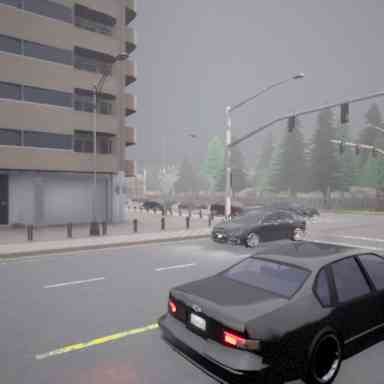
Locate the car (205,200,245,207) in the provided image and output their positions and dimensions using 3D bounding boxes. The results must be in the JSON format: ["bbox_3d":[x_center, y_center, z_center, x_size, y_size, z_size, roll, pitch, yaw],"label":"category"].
[{"bbox_3d":[3.775,1.531,31.022,1.882,1.535,5.008,0,0,-36],"label":"car"}]

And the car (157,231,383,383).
[{"bbox_3d":[2.123,1.547,5.296,5.357,1.411,2.033,0,0,-35],"label":"car"}]

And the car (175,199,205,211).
[{"bbox_3d":[0.158,1.617,42.030,1.994,1.385,4.181,0,0,-36],"label":"car"}]

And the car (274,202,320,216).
[{"bbox_3d":[8.776,1.600,30.161,2.033,1.411,5.357,0,0,-37],"label":"car"}]

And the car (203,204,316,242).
[{"bbox_3d":[3.063,1.503,14.630,4.892,1.490,1.837,0,1,-36],"label":"car"}]

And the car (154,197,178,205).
[{"bbox_3d":[-4.818,1.600,61.255,2.033,1.411,5.357,0,0,-36],"label":"car"}]

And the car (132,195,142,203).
[{"bbox_3d":[-11.033,1.405,69.823,2.097,1.767,4.553,0,0,-36],"label":"car"}]

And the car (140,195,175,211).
[{"bbox_3d":[-4.327,1.531,42.267,1.882,1.535,5.008,0,0,-36],"label":"car"}]

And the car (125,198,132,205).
[{"bbox_3d":[-13.112,1.618,60.597,1.994,1.385,4.181,0,0,-35],"label":"car"}]
